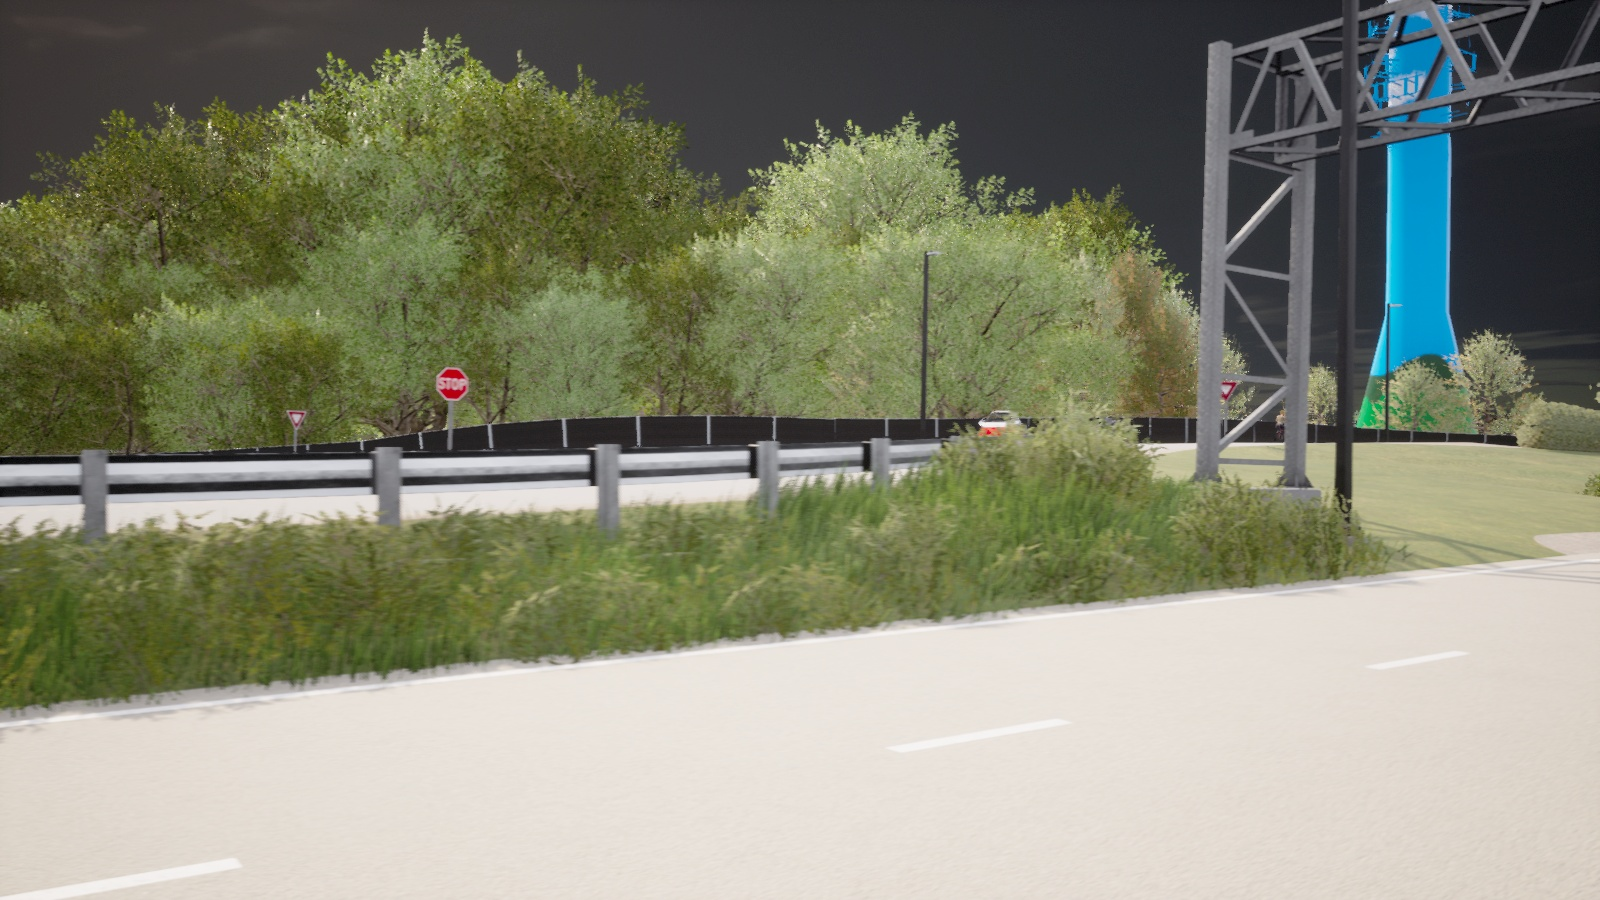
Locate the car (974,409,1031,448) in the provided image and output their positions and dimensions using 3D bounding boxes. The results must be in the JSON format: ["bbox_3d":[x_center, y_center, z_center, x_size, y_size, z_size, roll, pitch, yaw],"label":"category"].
[{"bbox_3d":[7.326,-0.765,45.302,1.481,1.376,2.207,0,1,25],"label":"car"}]

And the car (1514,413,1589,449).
[{"bbox_3d":[43.779,-1.065,73.154,3.866,1.878,1.905,3,-2,-26],"label":"car"}]
